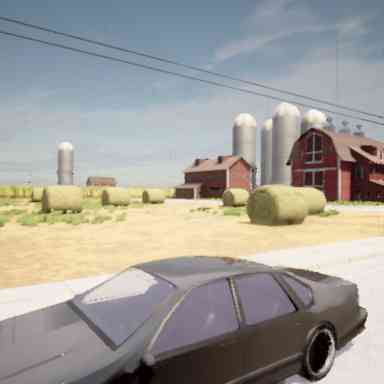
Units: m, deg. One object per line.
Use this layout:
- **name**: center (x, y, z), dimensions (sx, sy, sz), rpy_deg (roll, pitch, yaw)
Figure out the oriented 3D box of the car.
- **car**: center (-0.044, 1.547, 3.956), dimensions (5.357, 1.411, 2.033), rpy_deg (0, 0, -35)
